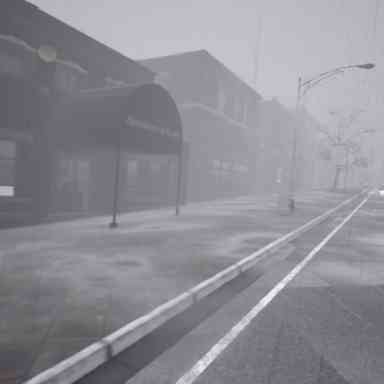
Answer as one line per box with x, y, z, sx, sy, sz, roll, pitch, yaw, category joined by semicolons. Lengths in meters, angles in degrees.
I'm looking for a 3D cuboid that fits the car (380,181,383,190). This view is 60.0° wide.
31.859;-1.010;54.376;2.128;1.511;4.902;5;5;30;car
